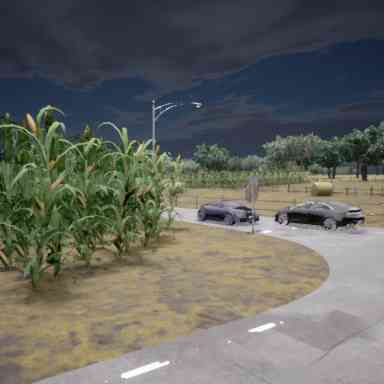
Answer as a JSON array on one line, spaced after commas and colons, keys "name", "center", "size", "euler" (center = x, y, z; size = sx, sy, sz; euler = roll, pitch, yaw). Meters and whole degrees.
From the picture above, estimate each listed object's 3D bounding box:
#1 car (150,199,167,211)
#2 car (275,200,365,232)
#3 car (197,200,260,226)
[{"name": "car", "center": [-3.967, 0.933, 29.037], "size": [2.128, 1.511, 4.902], "euler": [-1, 2, -35]}, {"name": "car", "center": [6.756, 1.191, 18.096], "size": [2.128, 1.511, 4.902], "euler": [-2, 2, -35]}, {"name": "car", "center": [2.150, 1.203, 20.498], "size": [1.994, 1.385, 4.181], "euler": [-1, 2, -36]}]
